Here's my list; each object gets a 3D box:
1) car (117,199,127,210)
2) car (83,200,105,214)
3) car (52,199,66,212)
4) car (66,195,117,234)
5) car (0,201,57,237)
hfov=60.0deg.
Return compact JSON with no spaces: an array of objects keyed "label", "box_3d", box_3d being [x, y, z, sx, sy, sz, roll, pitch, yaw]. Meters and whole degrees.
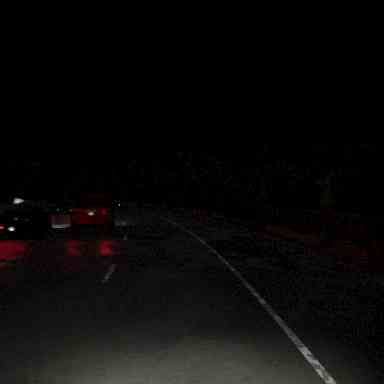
[{"label":"car","box_3d":[-9.765,1.563,42.830,1.994,1.385,4.181,0,0,-24]},{"label":"car","box_3d":[-10.753,1.600,36.367,1.895,1.301,4.718,0,0,-21]},{"label":"car","box_3d":[-13.794,1.491,34.460,2.128,1.511,4.902,0,0,-20]},{"label":"car","box_3d":[-5.702,1.218,19.485,2.150,2.045,5.566,0,-1,-12]},{"label":"car","box_3d":[-9.076,1.506,18.297,1.837,1.490,4.892,0,0,-11]}]
